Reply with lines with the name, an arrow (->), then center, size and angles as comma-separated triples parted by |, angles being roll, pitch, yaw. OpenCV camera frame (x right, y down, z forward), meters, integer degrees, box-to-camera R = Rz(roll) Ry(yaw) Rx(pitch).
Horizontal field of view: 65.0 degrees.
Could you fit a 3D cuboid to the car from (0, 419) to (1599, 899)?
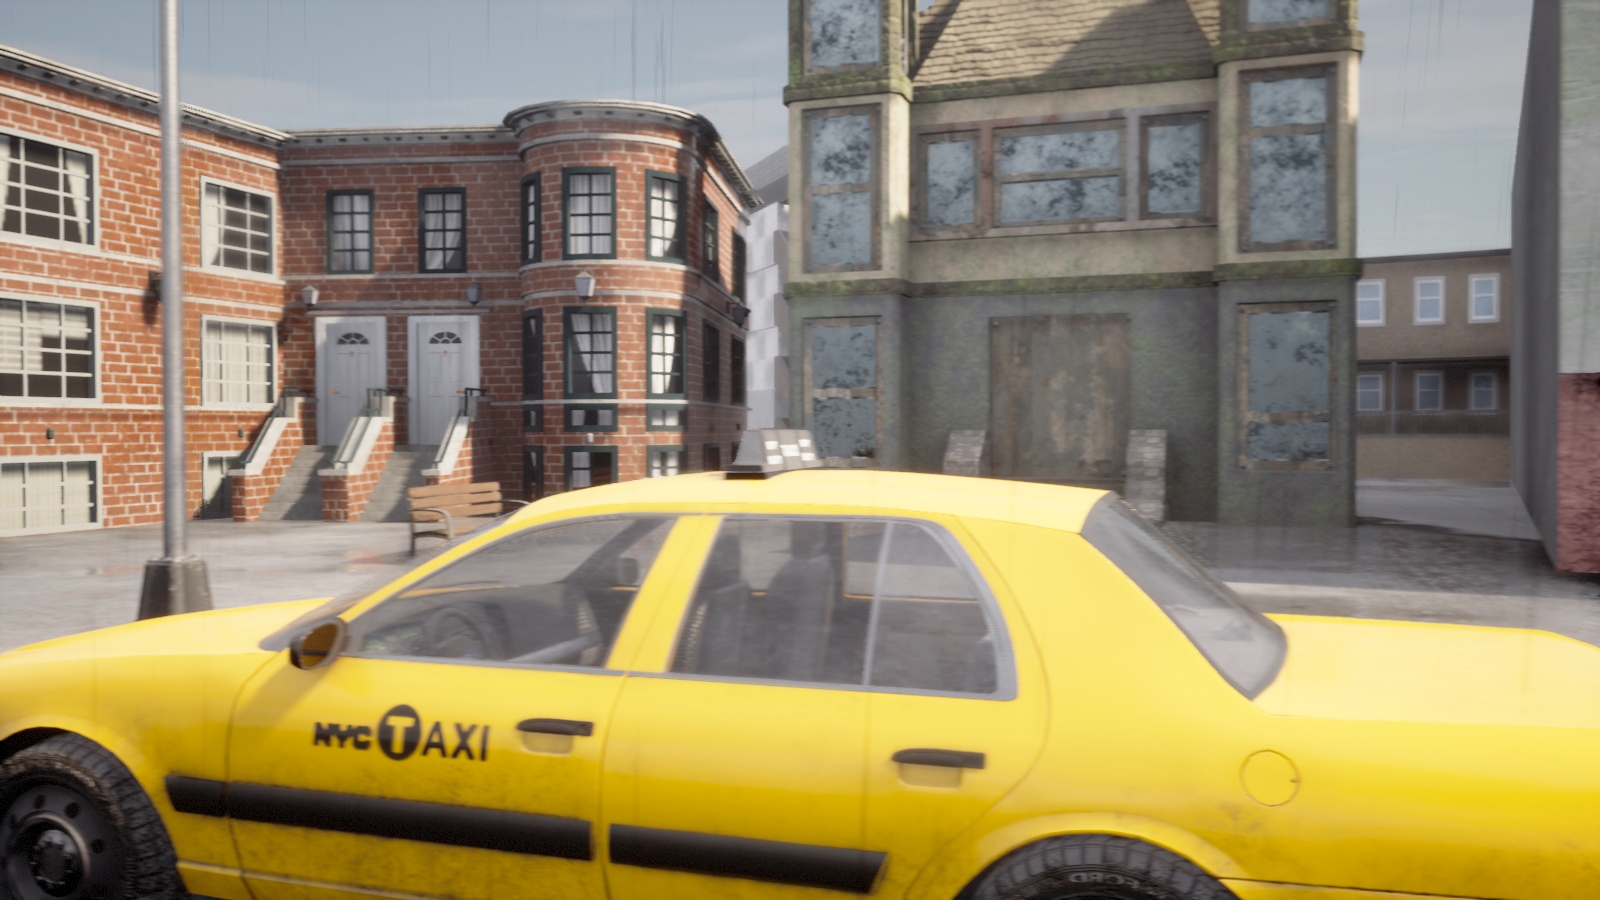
car -> -0.203, 0.703, 3.830 | 5.366, 1.575, 1.801 | 1, 1, 19
